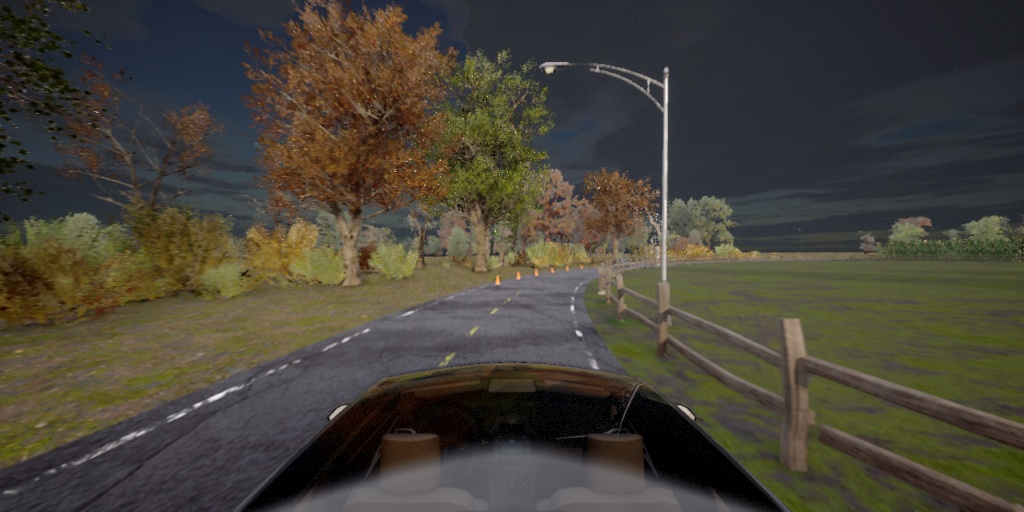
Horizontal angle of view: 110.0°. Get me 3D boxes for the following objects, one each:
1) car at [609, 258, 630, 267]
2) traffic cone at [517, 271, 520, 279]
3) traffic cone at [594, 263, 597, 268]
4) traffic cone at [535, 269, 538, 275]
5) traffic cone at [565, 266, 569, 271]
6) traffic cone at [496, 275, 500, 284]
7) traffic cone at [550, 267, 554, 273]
[{"bbox_3d":[16.110,0.966,53.475,1.994,1.385,4.181,1,1,38],"label":"car"},{"bbox_3d":[0.519,1.533,28.645,0.340,0.580,0.340,0,0,18],"label":"traffic cone"},{"bbox_3d":[11.986,1.365,51.565,0.340,0.580,0.340,0,0,35],"label":"traffic cone"},{"bbox_3d":[2.270,1.503,33.481,0.340,0.580,0.340,0,0,22],"label":"traffic cone"},{"bbox_3d":[6.600,1.443,42.807,0.340,0.580,0.340,0,0,28],"label":"traffic cone"},{"bbox_3d":[-0.946,1.567,23.714,0.340,0.580,0.340,0,0,15],"label":"traffic cone"},{"bbox_3d":[4.299,1.475,38.207,0.340,0.580,0.340,0,0,25],"label":"traffic cone"}]
